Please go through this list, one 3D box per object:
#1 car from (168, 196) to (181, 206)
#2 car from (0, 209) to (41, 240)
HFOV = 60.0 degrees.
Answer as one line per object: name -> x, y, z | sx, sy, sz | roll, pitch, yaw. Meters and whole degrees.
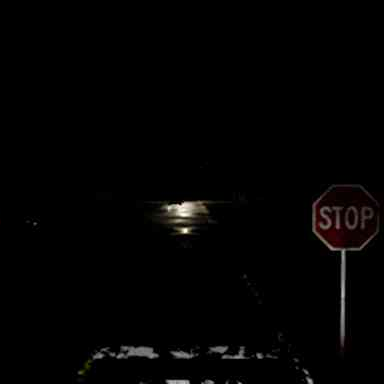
car -> -2.662, 1.398, 52.296 | 1.882, 1.535, 5.008 | 0, 0, 0
car -> -9.769, 1.563, 16.415 | 4.181, 1.385, 1.994 | 0, 2, -3
